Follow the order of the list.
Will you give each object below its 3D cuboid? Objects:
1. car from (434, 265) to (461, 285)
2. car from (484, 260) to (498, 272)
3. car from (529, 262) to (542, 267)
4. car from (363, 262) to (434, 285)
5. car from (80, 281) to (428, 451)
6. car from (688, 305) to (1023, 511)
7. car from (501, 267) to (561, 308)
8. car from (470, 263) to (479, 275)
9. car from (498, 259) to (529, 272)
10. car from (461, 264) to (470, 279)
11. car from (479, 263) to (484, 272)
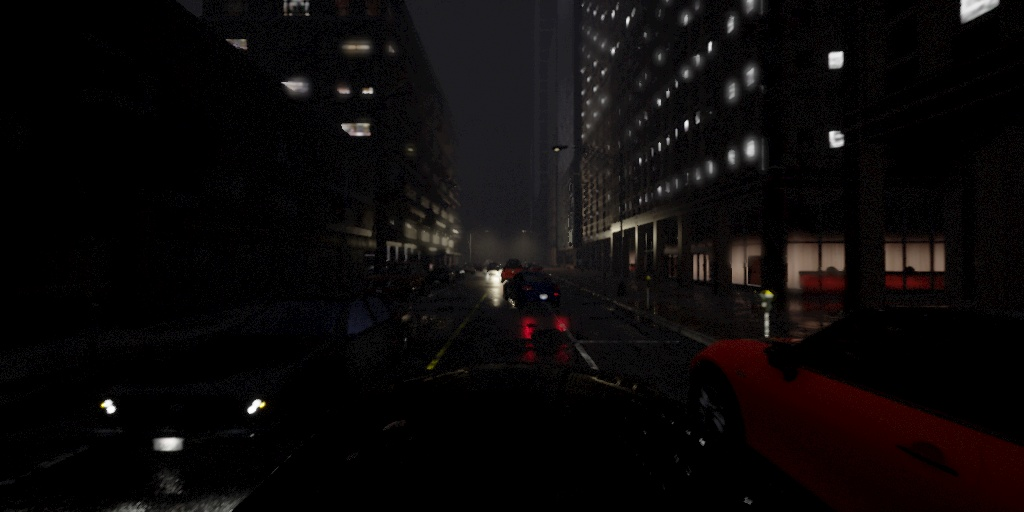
[{"bbox_3d":[-5.635,1.558,29.050,1.948,1.339,4.313,0,0,0],"label":"car"},{"bbox_3d":[-2.903,1.747,55.690,1.837,1.490,4.892,0,-1,0],"label":"car"},{"bbox_3d":[2.769,1.677,40.328,1.802,1.307,4.207,0,0,0],"label":"car"},{"bbox_3d":[-5.660,1.206,17.753,2.192,1.841,5.009,0,0,0],"label":"car"},{"bbox_3d":[-3.094,1.334,5.897,2.033,1.411,5.357,0,0,0],"label":"car"},{"bbox_3d":[3.111,1.109,2.378,2.097,1.767,4.553,0,0,0],"label":"car"},{"bbox_3d":[0.814,1.401,16.006,1.812,1.442,4.674,0,0,-10],"label":"car"},{"bbox_3d":[-5.599,1.673,45.824,1.751,1.417,4.829,0,0,0],"label":"car"},{"bbox_3d":[0.140,1.367,31.670,2.097,1.767,4.553,0,-1,0],"label":"car"},{"bbox_3d":[-5.623,1.594,34.697,2.007,1.370,4.403,0,0,0],"label":"car"},{"bbox_3d":[-5.575,1.800,57.291,1.888,1.381,4.507,0,0,0],"label":"car"}]
